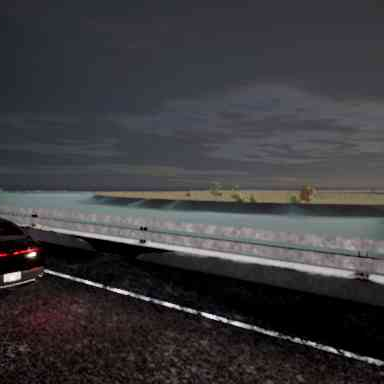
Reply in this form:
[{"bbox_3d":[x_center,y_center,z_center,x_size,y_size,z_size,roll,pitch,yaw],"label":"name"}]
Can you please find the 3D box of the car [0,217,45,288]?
[{"bbox_3d":[-5.317,1.282,7.593,4.892,1.490,1.837,2,1,35],"label":"car"}]
